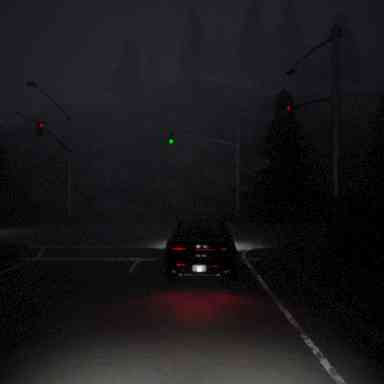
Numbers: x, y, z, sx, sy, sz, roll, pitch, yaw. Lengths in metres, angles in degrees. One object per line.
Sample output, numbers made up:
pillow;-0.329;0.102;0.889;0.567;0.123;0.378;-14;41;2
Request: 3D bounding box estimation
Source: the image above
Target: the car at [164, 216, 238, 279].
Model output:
car;0.311;1.496;10.016;1.837;1.490;4.892;0;0;3
